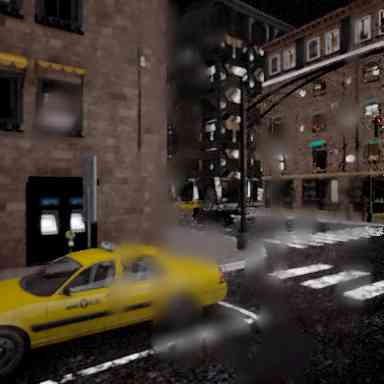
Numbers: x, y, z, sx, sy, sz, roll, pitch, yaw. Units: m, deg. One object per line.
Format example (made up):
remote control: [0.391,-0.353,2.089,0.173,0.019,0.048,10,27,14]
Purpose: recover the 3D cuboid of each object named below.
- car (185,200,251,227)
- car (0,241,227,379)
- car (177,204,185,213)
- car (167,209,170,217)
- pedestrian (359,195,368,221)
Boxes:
car: [1.971,1.522,23.244,2.128,1.511,4.902,0,0,-36]
car: [-1.619,1.531,5.412,4.829,1.417,1.752,0,-1,-35]
car: [0.159,1.518,35.618,1.752,1.417,4.829,0,0,-36]
car: [-3.895,1.542,31.345,1.812,1.442,4.674,0,0,-36]
pedestrian: [12.308,1.146,23.862,0.375,1.860,0.375,0,0,-36]
